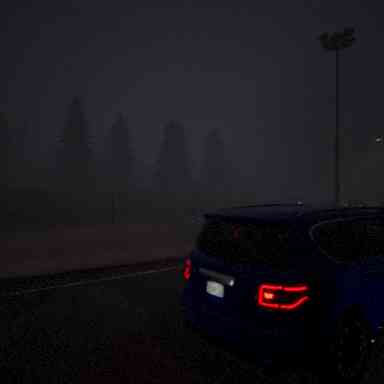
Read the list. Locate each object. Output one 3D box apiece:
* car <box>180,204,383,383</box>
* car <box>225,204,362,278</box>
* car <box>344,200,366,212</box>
[{"bbox_3d":[2.411,1.226,5.545,5.566,2.045,2.150,0,0,-37],"label":"car"},{"bbox_3d":[3.433,1.356,10.837,4.553,1.767,2.097,0,0,-39],"label":"car"},{"bbox_3d":[19.441,1.621,39.571,1.895,1.301,4.718,0,0,32],"label":"car"}]
